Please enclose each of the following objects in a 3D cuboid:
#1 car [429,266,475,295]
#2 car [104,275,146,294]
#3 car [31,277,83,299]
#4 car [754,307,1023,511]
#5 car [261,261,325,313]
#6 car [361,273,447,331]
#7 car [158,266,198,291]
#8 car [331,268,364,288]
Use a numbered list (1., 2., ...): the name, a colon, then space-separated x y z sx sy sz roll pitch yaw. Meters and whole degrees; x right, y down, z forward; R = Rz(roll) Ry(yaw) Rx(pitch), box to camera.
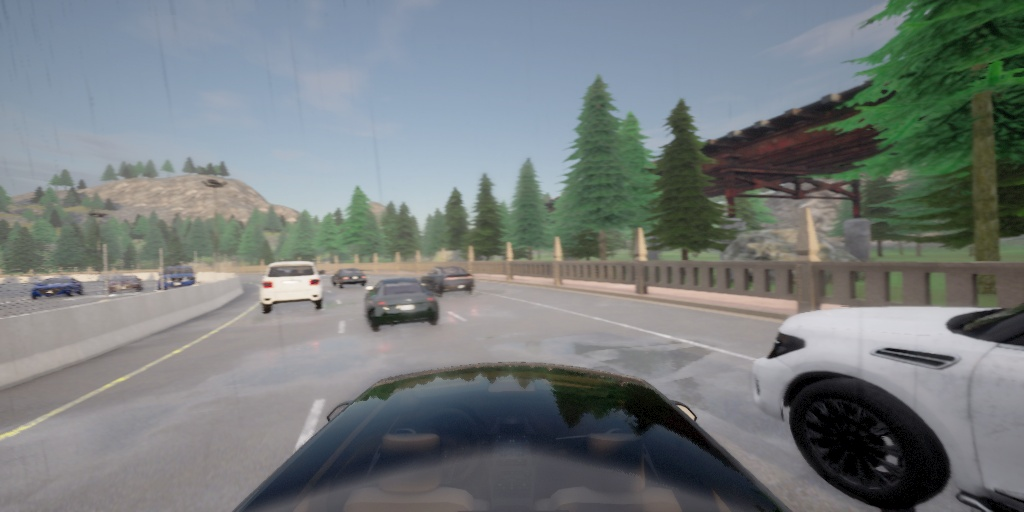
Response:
1. car: -3.584 1.306 19.368 2.128 1.511 4.902 -2 0 -28
2. car: -32.772 2.349 30.446 1.812 1.442 4.674 -2 0 -42
3. car: -35.075 2.393 27.765 1.882 1.535 5.008 -2 0 -42
4. car: 4.169 0.821 1.481 2.150 2.045 5.566 -2 0 -19
5. car: -9.868 1.273 16.359 2.150 2.045 5.566 -2 0 -28
6. car: -3.700 1.410 11.721 1.994 1.385 4.181 -2 0 -24
7. car: -27.562 1.862 29.713 2.150 2.045 5.566 -2 0 -40
8. car: -12.654 1.657 27.723 2.033 1.411 5.357 -2 0 -35
